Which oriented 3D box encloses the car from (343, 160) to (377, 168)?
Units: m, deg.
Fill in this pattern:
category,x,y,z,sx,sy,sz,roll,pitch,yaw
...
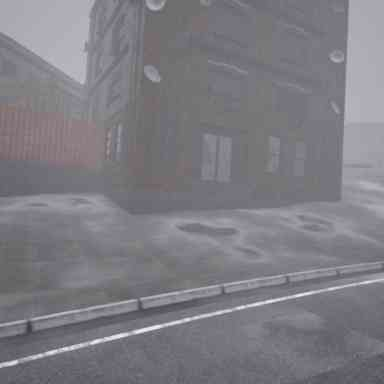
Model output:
category,x,y,z,sx,sy,sz,roll,pitch,yaw
car,20.982,-3.294,42.394,4.553,1.767,2.185,2,-3,14
